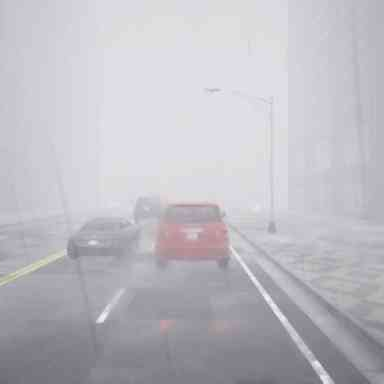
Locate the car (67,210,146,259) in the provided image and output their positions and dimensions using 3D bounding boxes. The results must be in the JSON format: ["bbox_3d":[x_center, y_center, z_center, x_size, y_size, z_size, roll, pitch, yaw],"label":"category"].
[{"bbox_3d":[-3.203,1.626,12.831,1.994,1.385,4.181,0,0,0],"label":"car"}]

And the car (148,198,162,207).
[{"bbox_3d":[-6.539,1.791,59.054,1.882,1.535,5.008,0,0,1],"label":"car"}]

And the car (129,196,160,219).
[{"bbox_3d":[-3.215,1.348,26.523,2.150,2.045,5.566,0,0,1],"label":"car"}]

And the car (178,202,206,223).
[{"bbox_3d":[0.045,1.623,27.679,2.128,1.511,4.902,0,0,1],"label":"car"}]

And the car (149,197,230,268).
[{"bbox_3d":[0.034,1.278,11.593,2.150,2.045,5.566,0,0,0],"label":"car"}]

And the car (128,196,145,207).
[{"bbox_3d":[-9.789,1.664,58.956,2.097,1.767,4.553,0,0,1],"label":"car"}]
